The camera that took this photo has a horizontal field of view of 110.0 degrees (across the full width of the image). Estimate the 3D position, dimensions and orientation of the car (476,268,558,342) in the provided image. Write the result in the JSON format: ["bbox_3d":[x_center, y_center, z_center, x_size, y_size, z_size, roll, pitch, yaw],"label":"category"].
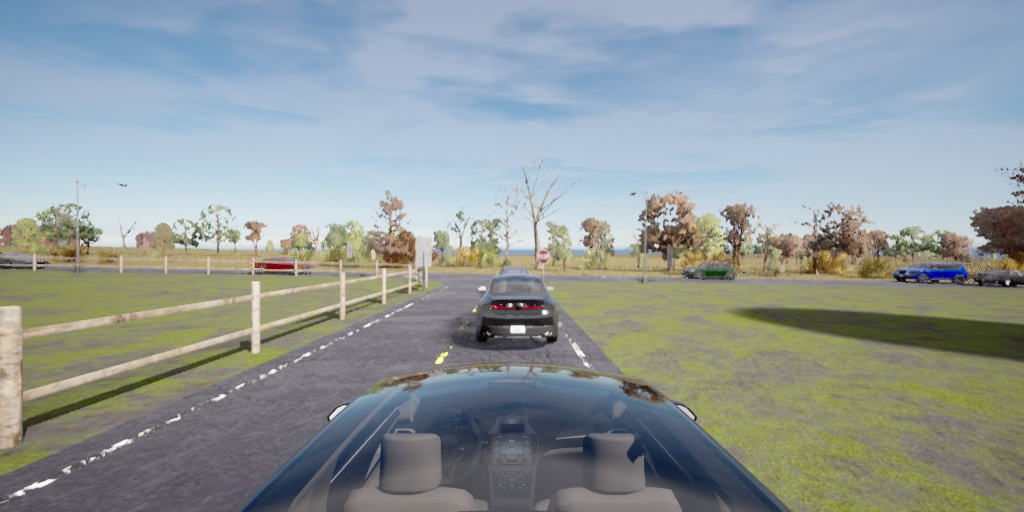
[{"bbox_3d":[0.118,1.236,9.671,1.837,1.490,4.892,0,0,0],"label":"car"}]

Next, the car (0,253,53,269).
[{"bbox_3d":[-44.915,0.413,32.244,5.357,1.411,2.033,1,1,1],"label":"car"}]

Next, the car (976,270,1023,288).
[{"bbox_3d":[44.388,2.009,31.891,4.902,1.511,2.128,1,1,1],"label":"car"}]

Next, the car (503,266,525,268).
[{"bbox_3d":[0.112,1.258,19.306,2.033,1.411,5.357,0,0,-1],"label":"car"}]

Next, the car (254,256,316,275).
[{"bbox_3d":[-20.230,0.824,32.105,5.008,1.535,1.882,1,1,0],"label":"car"}]

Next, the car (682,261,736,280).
[{"bbox_3d":[19.122,1.376,34.890,4.553,1.767,2.097,1,1,0],"label":"car"}]

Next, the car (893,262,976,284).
[{"bbox_3d":[40.548,1.622,34.770,5.566,2.045,2.150,1,1,1],"label":"car"}]
